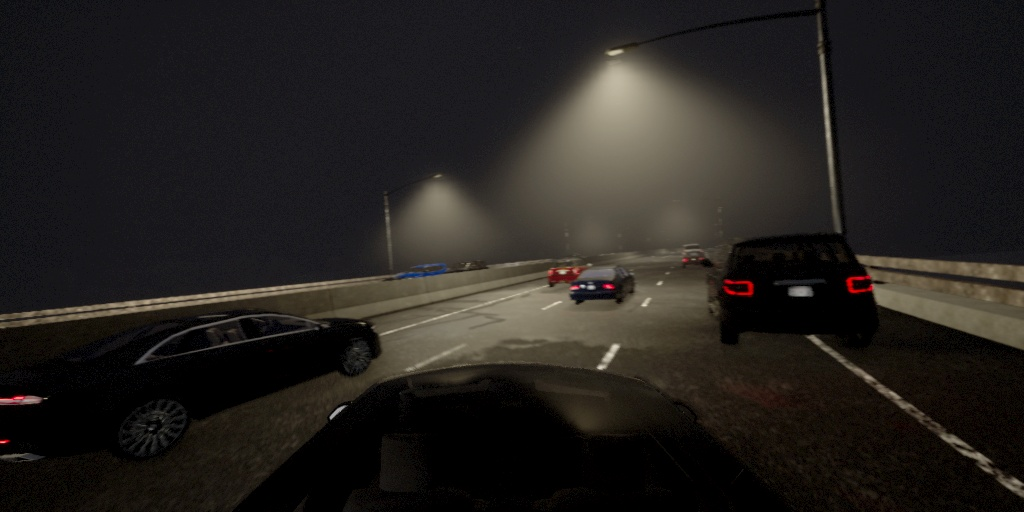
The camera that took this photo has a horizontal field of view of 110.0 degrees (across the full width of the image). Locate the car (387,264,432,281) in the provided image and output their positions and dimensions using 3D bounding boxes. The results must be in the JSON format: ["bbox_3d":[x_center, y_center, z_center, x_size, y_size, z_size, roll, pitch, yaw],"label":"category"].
[{"bbox_3d":[-7.754,1.796,31.271,2.150,2.045,5.566,-5,0,26],"label":"car"}]

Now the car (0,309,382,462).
[{"bbox_3d":[-4.379,1.614,5.802,2.128,1.511,4.902,-5,0,26],"label":"car"}]

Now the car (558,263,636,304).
[{"bbox_3d":[3.883,1.083,14.884,2.033,1.411,5.357,-5,0,26],"label":"car"}]

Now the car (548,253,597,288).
[{"bbox_3d":[3.909,0.944,22.889,2.097,1.767,4.553,-5,-1,26],"label":"car"}]

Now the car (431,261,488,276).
[{"bbox_3d":[-4.033,1.500,30.923,2.150,2.045,5.566,-5,0,26],"label":"car"}]

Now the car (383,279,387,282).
[{"bbox_3d":[-10.178,2.280,34.186,2.128,1.511,4.902,-5,0,26],"label":"car"}]

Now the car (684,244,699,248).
[{"bbox_3d":[21.494,-0.414,42.653,2.150,2.045,5.566,-5,0,27],"label":"car"}]

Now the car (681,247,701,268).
[{"bbox_3d":[15.861,0.261,31.316,2.033,1.411,5.357,-5,-1,27],"label":"car"}]

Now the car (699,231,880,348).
[{"bbox_3d":[5.613,0.571,7.943,2.150,2.045,5.566,-5,0,26],"label":"car"}]
